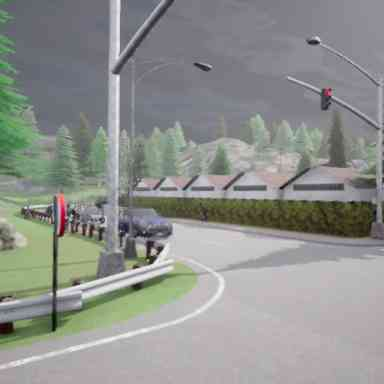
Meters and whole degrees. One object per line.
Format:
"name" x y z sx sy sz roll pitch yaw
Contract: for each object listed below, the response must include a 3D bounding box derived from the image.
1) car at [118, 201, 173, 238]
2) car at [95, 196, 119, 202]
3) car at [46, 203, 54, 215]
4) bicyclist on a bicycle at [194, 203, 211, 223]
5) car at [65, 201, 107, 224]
"car" -2.957 1.653 19.339 2.097 1.767 4.553 1 -1 -35
"car" -12.643 1.645 52.017 2.150 2.045 5.566 0 0 33
"car" -14.412 1.867 35.919 1.994 1.385 4.181 1 -1 -33
"bicyclist on a bicycle" 0.860 1.697 26.922 1.656 1.620 0.582 1 0 -35
"car" -8.742 1.793 27.595 2.128 1.511 4.902 1 -1 -35
